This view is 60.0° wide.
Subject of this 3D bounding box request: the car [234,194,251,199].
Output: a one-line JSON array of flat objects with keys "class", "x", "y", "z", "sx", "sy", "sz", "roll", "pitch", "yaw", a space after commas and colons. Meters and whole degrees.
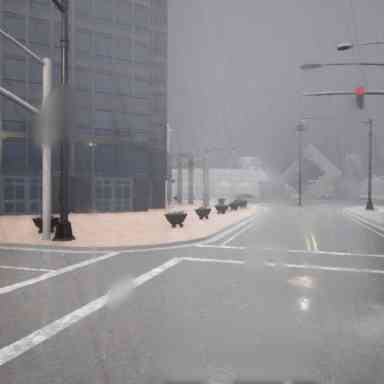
[{"class": "car", "x": 13.842, "y": 1.199, "z": 91.376, "sx": 4.892, "sy": 1.490, "sz": 1.837, "roll": 0, "pitch": 0, "yaw": -20}]
